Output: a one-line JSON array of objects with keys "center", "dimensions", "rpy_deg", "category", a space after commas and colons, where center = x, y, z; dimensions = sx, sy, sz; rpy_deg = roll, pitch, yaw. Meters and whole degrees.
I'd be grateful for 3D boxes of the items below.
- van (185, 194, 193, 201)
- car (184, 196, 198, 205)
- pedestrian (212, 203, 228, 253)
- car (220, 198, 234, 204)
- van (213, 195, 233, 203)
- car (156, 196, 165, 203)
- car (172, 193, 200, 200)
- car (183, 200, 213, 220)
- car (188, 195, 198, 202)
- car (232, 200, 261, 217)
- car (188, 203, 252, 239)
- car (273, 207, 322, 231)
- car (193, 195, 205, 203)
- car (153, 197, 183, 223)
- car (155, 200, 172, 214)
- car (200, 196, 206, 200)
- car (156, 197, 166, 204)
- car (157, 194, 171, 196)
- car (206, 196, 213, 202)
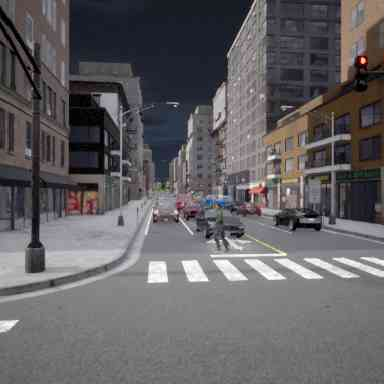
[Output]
[{"center": [-0.818, 1.488, 92.085], "dimensions": [1.690, 1.788, 3.998], "rpy_deg": [0, 0, -6], "category": "van"}, {"center": [-0.235, 1.572, 61.678], "dimensions": [2.128, 1.511, 4.902], "rpy_deg": [0, 0, -6], "category": "car"}, {"center": [1.005, 1.300, 12.250], "dimensions": [0.375, 1.860, 0.375], "rpy_deg": [0, 0, -6], "category": "pedestrian"}, {"center": [4.831, 1.619, 37.267], "dimensions": [1.947, 1.339, 4.313], "rpy_deg": [0, 0, -6], "category": "car"}, {"center": [4.267, 1.401, 42.749], "dimensions": [1.690, 1.788, 3.998], "rpy_deg": [0, 0, -6], "category": "van"}, {"center": [-7.107, 1.626, 74.816], "dimensions": [1.887, 1.381, 4.507], "rpy_deg": [0, 0, -6], "category": "car"}, {"center": [-0.772, 1.252, 38.371], "dimensions": [2.150, 2.045, 5.566], "rpy_deg": [0, 0, -5], "category": "car"}, {"center": [0.282, 1.621, 27.871], "dimensions": [1.895, 1.301, 4.718], "rpy_deg": [0, 0, -6], "category": "car"}, {"center": [0.311, 1.568, 81.122], "dimensions": [1.967, 1.590, 4.097], "rpy_deg": [0, 0, -6], "category": "car"}, {"center": [5.396, 1.629, 31.786], "dimensions": [1.802, 1.307, 4.206], "rpy_deg": [0, 0, -6], "category": "car"}, {"center": [1.295, 1.561, 17.881], "dimensions": [2.033, 1.411, 5.357], "rpy_deg": [0, 0, -8], "category": "car"}, {"center": [6.526, 1.606, 20.821], "dimensions": [1.947, 1.339, 4.313], "rpy_deg": [0, 0, -6], "category": "car"}, {"center": [1.441, 1.547, 70.157], "dimensions": [1.967, 1.590, 4.097], "rpy_deg": [0, 0, -6], "category": "car"}, {"center": [-2.021, 1.447, 25.481], "dimensions": [1.967, 1.590, 4.097], "rpy_deg": [0, 0, -6], "category": "car"}, {"center": [-3.152, 1.599, 36.444], "dimensions": [1.802, 1.307, 4.206], "rpy_deg": [0, 0, -6], "category": "car"}, {"center": [0.803, 1.663, 51.630], "dimensions": [1.895, 1.301, 4.718], "rpy_deg": [0, 0, -6], "category": "car"}, {"center": [-5.977, 1.612, 63.852], "dimensions": [2.008, 1.369, 4.403], "rpy_deg": [0, 0, -6], "category": "car"}, {"center": [-4.846, 1.481, 52.889], "dimensions": [1.967, 1.590, 4.097], "rpy_deg": [0, 0, -6], "category": "car"}, {"center": [3.701, 1.618, 48.230], "dimensions": [2.008, 1.369, 4.403], "rpy_deg": [0, 0, -6], "category": "car"}]
